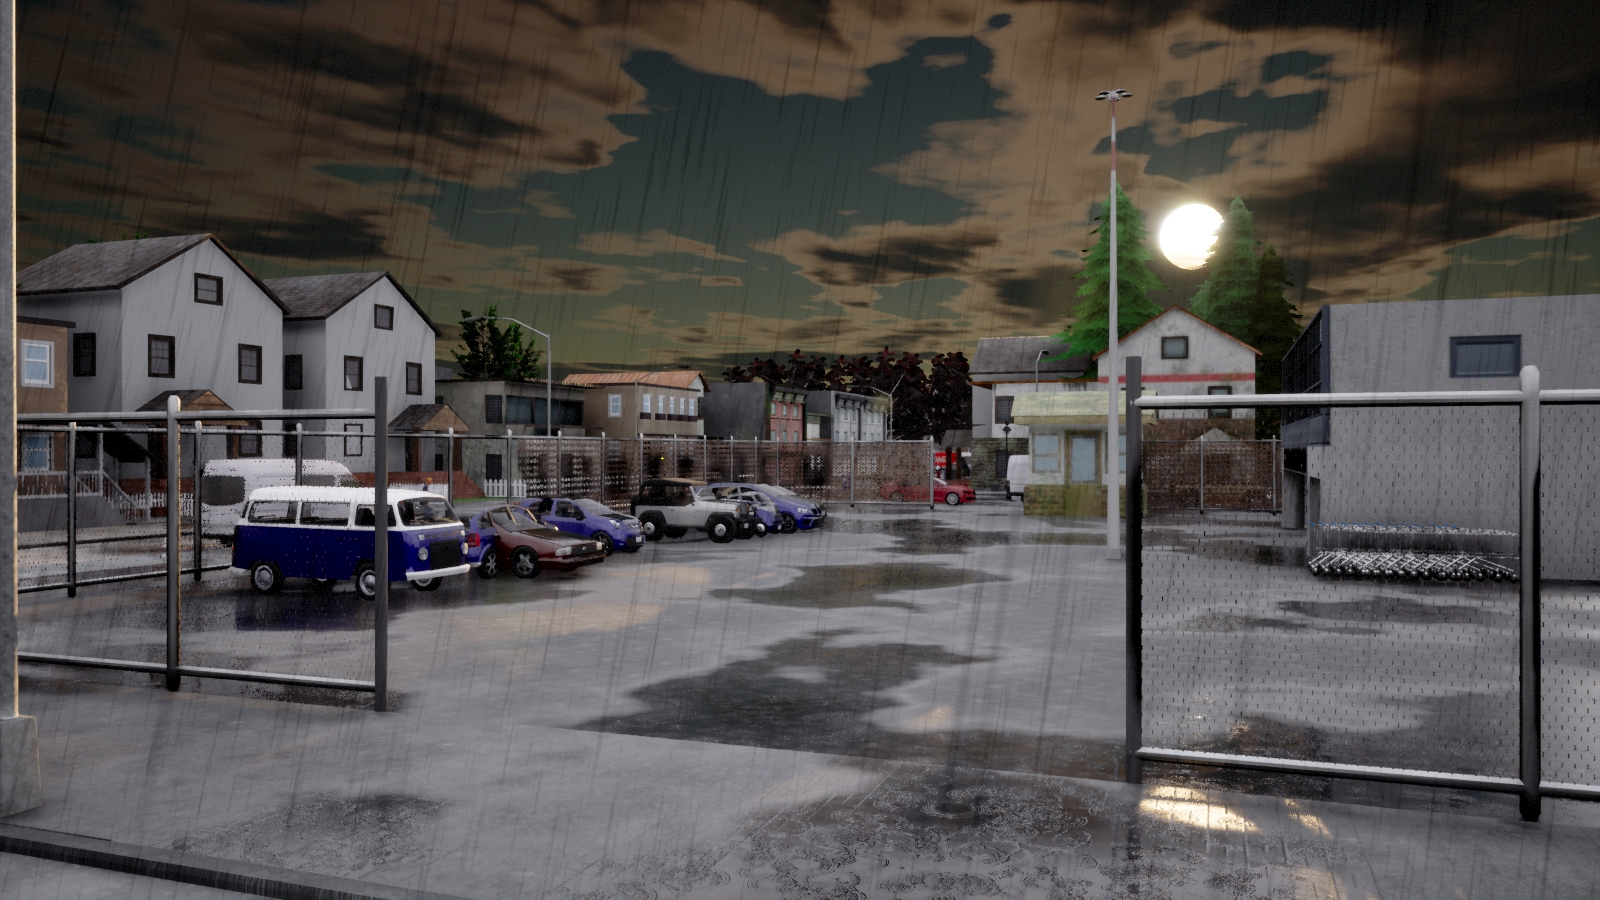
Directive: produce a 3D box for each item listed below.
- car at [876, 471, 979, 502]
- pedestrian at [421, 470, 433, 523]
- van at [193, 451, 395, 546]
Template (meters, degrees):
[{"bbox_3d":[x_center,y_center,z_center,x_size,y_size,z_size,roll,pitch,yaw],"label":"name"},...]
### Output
[{"bbox_3d":[6.523,1.843,58.394,4.892,1.480,2.231,0,0,19],"label":"car"},{"bbox_3d":[-13.204,1.633,40.463,0.375,1.860,0.375,0,0,-22],"label":"pedestrian"},{"bbox_3d":[-14.937,1.319,34.241,1.988,2.561,5.915,0,0,20],"label":"van"}]
